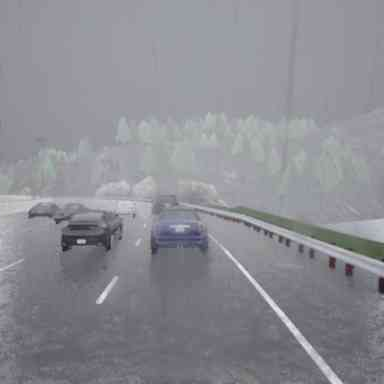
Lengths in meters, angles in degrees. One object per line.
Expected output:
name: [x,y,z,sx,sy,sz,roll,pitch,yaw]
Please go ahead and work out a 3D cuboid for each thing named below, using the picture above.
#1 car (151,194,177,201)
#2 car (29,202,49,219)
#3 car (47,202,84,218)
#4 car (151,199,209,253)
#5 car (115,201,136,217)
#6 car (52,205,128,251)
car: [-2.383,1.223,29.482,2.150,2.045,5.566,0,0,-9]
car: [-13.113,1.586,29.947,1.994,1.385,4.181,0,0,-9]
car: [-8.774,1.562,24.797,2.033,1.411,5.357,0,0,-8]
car: [-0.568,1.352,13.808,2.097,1.767,4.553,0,0,-4]
car: [-6.179,1.535,30.938,1.812,1.442,4.674,0,0,-9]
car: [-4.101,1.511,14.207,1.837,1.490,4.892,0,0,-4]
